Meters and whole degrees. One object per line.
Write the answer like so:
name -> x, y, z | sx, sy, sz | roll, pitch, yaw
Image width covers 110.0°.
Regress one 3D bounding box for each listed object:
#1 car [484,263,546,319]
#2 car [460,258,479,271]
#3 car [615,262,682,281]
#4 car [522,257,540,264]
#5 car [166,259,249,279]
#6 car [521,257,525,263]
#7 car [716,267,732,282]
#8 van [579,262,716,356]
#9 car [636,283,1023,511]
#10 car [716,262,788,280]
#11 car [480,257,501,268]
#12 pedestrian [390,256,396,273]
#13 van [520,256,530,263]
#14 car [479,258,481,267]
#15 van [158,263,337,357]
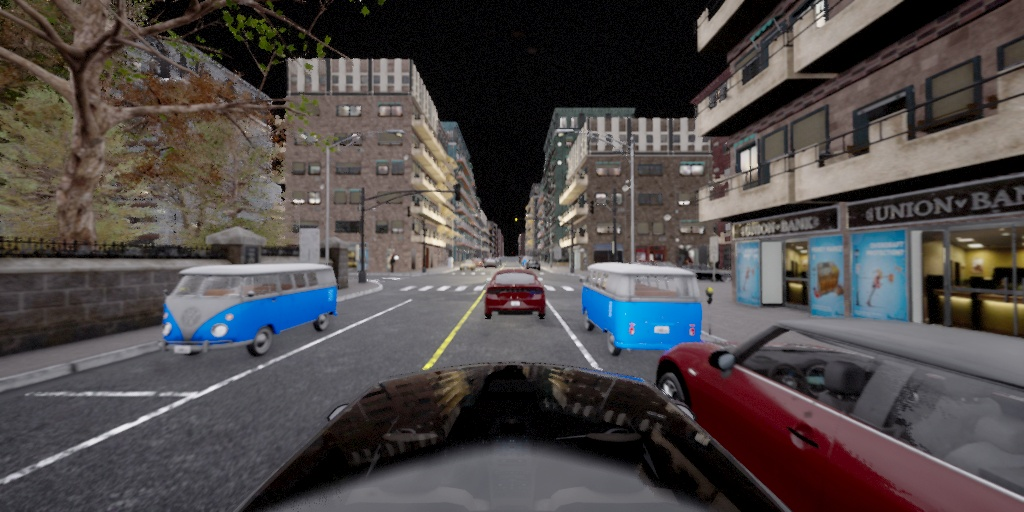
car -> 0.101, 1.198, 12.706 | 1.882, 1.535, 5.008 | 0, 0, 0
car -> -5.676, 1.160, 46.020 | 1.751, 1.417, 4.829 | 0, 0, 0
car -> 10.804, 1.246, 28.635 | 4.674, 1.442, 1.812 | 0, -1, -2
car -> 2.704, 1.201, 46.188 | 1.948, 1.339, 4.313 | 0, 0, 0
car -> -24.532, 1.015, 29.037 | 4.902, 1.511, 2.128 | 0, -1, 1
car -> 2.705, 1.171, 51.830 | 2.007, 1.370, 4.403 | 0, 0, 0
car -> 13.541, 1.263, 25.973 | 4.313, 1.339, 1.948 | 0, 0, 1
van -> 2.661, 1.073, 8.241 | 1.690, 1.789, 3.998 | 0, 0, 0
car -> 2.661, 1.187, 2.718 | 1.967, 1.591, 4.097 | 0, 0, 0
car -> 21.100, 1.318, 31.684 | 4.902, 1.511, 2.128 | 0, -1, 1
car -> -3.063, 1.167, 52.419 | 2.033, 1.411, 5.357 | 0, 0, 0
pedestrian -> -12.529, 0.863, 37.631 | 0.375, 1.860, 0.375 | 0, -1, 1
van -> 2.709, 0.934, 63.115 | 1.690, 1.789, 3.998 | 0, 0, 0
car -> -5.674, 1.046, 57.475 | 1.967, 1.591, 4.097 | 0, 0, 0
van -> -5.654, 1.073, 8.245 | 1.690, 1.789, 3.998 | 0, 0, 0
